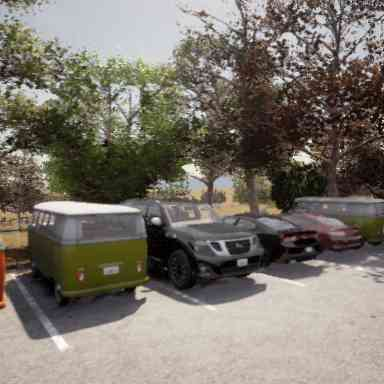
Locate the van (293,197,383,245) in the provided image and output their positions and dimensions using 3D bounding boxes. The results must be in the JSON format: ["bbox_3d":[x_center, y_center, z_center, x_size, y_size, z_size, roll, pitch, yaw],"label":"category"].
[{"bbox_3d":[6.213,1.237,14.621,1.878,1.987,4.442,0,0,-35],"label":"van"}]

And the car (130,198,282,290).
[{"bbox_3d":[-0.473,1.224,9.683,2.435,2.045,5.566,0,0,-35],"label":"car"}]

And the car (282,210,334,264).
[{"bbox_3d":[1.873,1.471,11.381,2.097,1.535,5.008,0,0,-35],"label":"car"}]

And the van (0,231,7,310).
[{"bbox_3d":[-4.968,1.258,6.660,1.878,1.987,4.442,0,0,-35],"label":"van"}]

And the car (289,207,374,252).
[{"bbox_3d":[4.128,1.506,12.991,2.002,1.452,4.674,0,0,-35],"label":"car"}]

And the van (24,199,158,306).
[{"bbox_3d":[-2.814,1.254,8.194,1.878,1.987,4.442,0,0,-35],"label":"van"}]
